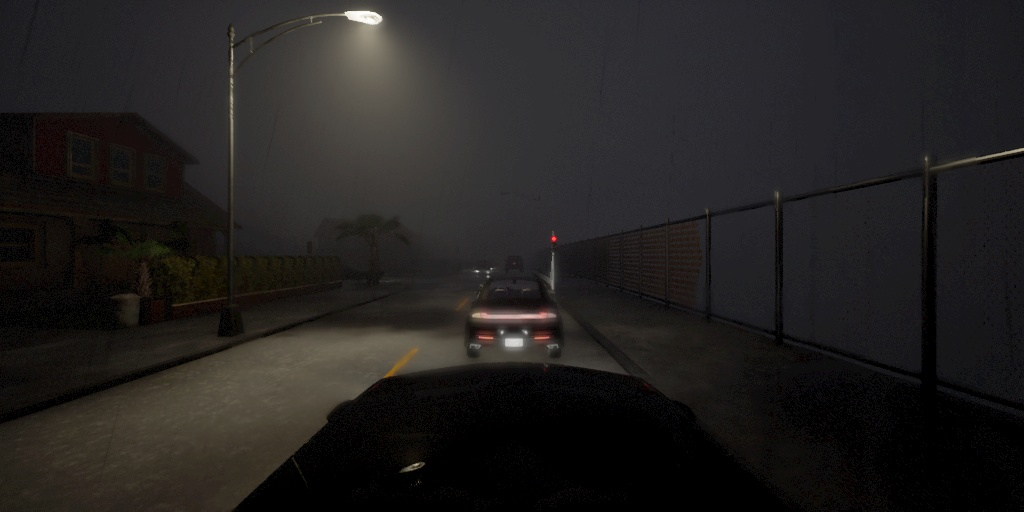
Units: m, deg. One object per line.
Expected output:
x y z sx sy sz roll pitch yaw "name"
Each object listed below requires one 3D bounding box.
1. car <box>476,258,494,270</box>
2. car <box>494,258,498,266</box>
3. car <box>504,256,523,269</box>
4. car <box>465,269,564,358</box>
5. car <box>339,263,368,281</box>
-4.092 1.254 51.831 1.837 1.490 4.892 0 0 0 "car"
-4.072 1.297 61.697 2.033 1.411 5.357 0 0 0 "car"
0.222 0.971 45.292 2.150 2.045 5.566 0 0 -1 "car"
0.055 1.241 8.445 2.128 1.511 4.902 0 0 0 "car"
-13.583 1.297 28.662 5.357 1.411 2.033 0 0 0 "car"
